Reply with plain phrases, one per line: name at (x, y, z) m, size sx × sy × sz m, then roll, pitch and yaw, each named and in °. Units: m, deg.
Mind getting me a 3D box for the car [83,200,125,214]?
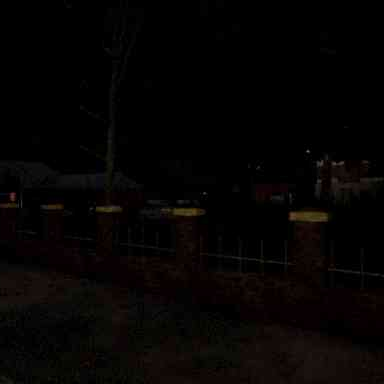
car at (-9.597, 1.609, 36.171) m, size 1.882 × 1.535 × 5.008 m, roll 0°, pitch 0°, yaw 36°
